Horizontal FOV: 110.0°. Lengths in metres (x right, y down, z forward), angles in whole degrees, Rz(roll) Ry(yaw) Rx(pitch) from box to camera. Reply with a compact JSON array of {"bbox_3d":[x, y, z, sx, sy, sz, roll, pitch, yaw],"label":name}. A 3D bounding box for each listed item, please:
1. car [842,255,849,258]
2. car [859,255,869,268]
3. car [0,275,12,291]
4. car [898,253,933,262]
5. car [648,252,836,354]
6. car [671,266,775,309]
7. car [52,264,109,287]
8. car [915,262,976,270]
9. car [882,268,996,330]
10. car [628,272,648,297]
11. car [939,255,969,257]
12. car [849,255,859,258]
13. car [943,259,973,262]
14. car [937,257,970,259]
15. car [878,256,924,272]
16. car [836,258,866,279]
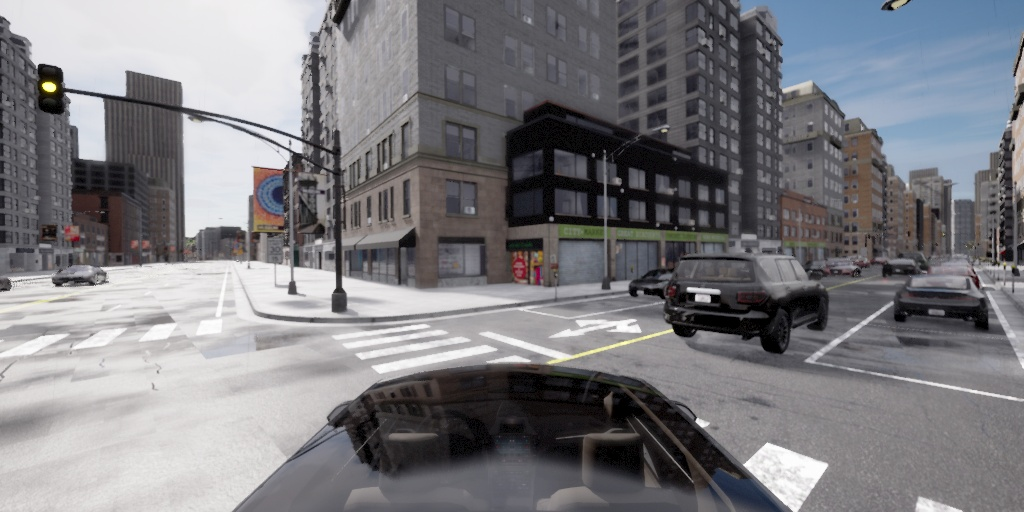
[{"bbox_3d":[34.085,0.928,38.404,4.097,1.591,1.967,0,0,-38],"label":"car"},{"bbox_3d":[42.968,0.760,45.427,5.009,1.841,2.192,0,0,-38],"label":"car"},{"bbox_3d":[-31.264,1.492,20.665,1.994,1.385,4.181,-1,1,-38],"label":"car"},{"bbox_3d":[40.174,0.685,35.961,5.566,2.045,2.150,0,0,-38],"label":"car"},{"bbox_3d":[5.989,0.935,8.964,5.566,2.045,2.150,0,0,-38],"label":"car"},{"bbox_3d":[9.242,1.222,15.489,5.357,1.411,2.033,-1,0,-38],"label":"car"},{"bbox_3d":[-31.793,1.443,26.593,2.033,1.411,5.357,-1,0,-38],"label":"car"},{"bbox_3d":[21.605,1.135,17.667,4.507,1.381,1.888,0,0,-38],"label":"car"},{"bbox_3d":[12.723,1.215,10.644,4.403,1.370,2.007,0,0,-38],"label":"car"},{"bbox_3d":[7.437,1.248,17.333,4.313,1.339,1.948,0,0,-38],"label":"car"},{"bbox_3d":[43.810,0.888,35.224,4.097,1.591,1.967,0,0,-38],"label":"car"},{"bbox_3d":[38.526,0.905,41.915,4.097,1.591,1.967,0,0,-38],"label":"car"},{"bbox_3d":[30.487,1.070,24.690,4.507,1.381,1.888,0,0,-38],"label":"car"},{"bbox_3d":[39.369,1.037,31.713,4.313,1.339,1.948,0,0,-38],"label":"car"},{"bbox_3d":[32.088,0.987,29.515,5.008,1.535,1.882,0,0,-38],"label":"car"},{"bbox_3d":[27.336,1.099,29.735,4.181,1.385,1.994,0,0,-38],"label":"car"}]
